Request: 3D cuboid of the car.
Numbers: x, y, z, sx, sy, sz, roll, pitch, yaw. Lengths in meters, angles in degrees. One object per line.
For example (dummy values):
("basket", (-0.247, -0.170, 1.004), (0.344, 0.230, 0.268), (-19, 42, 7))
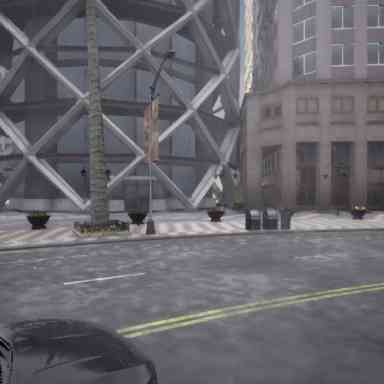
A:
("car", (-2.452, 1.506, 1.794), (4.892, 1.490, 1.837), (0, 0, -37))
